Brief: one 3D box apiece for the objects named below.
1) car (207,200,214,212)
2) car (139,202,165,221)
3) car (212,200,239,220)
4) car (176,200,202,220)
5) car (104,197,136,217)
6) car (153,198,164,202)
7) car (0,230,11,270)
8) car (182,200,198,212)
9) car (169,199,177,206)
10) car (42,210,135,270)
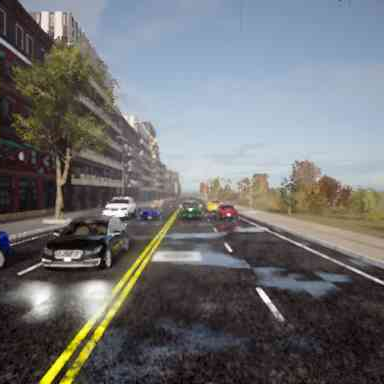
[{"bbox_3d":[3.016,1.842,45.117,1.882,1.535,5.008,0,0,0],"label":"car"},{"bbox_3d":[-3.478,1.853,29.686,1.895,1.301,4.718,0,0,0],"label":"car"},{"bbox_3d":[3.122,1.766,30.520,1.812,1.442,4.674,0,0,0],"label":"car"},{"bbox_3d":[-0.130,1.609,31.459,2.097,1.767,4.553,0,-1,0],"label":"car"},{"bbox_3d":[-6.720,1.504,31.646,2.150,2.045,5.566,0,-1,0],"label":"car"},{"bbox_3d":[-6.958,2.067,69.146,1.882,1.535,5.008,0,-1,0],"label":"car"},{"bbox_3d":[-6.644,1.564,8.421,1.882,1.535,5.008,0,0,0],"label":"car"},{"bbox_3d":[-0.232,1.868,45.442,2.128,1.511,4.902,0,0,0],"label":"car"},{"bbox_3d":[-3.708,2.133,69.167,1.994,1.385,4.181,0,-1,0],"label":"car"},{"bbox_3d":[-3.414,1.606,11.505,1.837,1.490,4.892,0,0,0],"label":"car"}]
